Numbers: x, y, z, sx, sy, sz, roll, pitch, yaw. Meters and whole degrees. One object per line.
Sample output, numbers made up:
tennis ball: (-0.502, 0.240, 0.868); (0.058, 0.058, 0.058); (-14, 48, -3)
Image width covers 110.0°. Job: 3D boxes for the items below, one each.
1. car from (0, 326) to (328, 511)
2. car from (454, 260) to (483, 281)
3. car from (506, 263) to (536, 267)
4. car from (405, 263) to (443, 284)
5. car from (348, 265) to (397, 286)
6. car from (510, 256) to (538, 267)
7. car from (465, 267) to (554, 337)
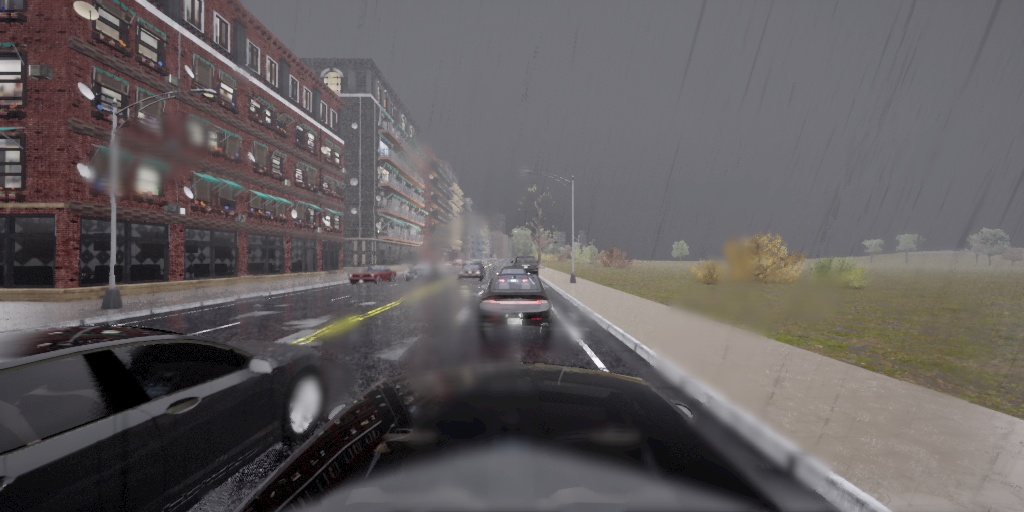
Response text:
car: (-3.152, 1.253, 2.437); (1.837, 1.490, 4.892); (0, -1, 0)
car: (-3.203, 1.301, 29.717); (2.033, 1.411, 5.357); (0, 0, 0)
car: (0.068, 1.301, 20.740); (2.033, 1.411, 5.357); (0, 0, 0)
car: (-6.662, 1.279, 27.479); (1.812, 1.442, 4.674); (0, 0, 0)
car: (-9.895, 1.354, 25.729); (1.895, 1.301, 4.718); (0, 0, 0)
car: (1.082, 0.979, 30.952); (2.150, 2.045, 5.566); (0, 0, 0)
car: (0.085, 1.243, 10.300); (2.128, 1.511, 4.902); (0, 0, 0)
